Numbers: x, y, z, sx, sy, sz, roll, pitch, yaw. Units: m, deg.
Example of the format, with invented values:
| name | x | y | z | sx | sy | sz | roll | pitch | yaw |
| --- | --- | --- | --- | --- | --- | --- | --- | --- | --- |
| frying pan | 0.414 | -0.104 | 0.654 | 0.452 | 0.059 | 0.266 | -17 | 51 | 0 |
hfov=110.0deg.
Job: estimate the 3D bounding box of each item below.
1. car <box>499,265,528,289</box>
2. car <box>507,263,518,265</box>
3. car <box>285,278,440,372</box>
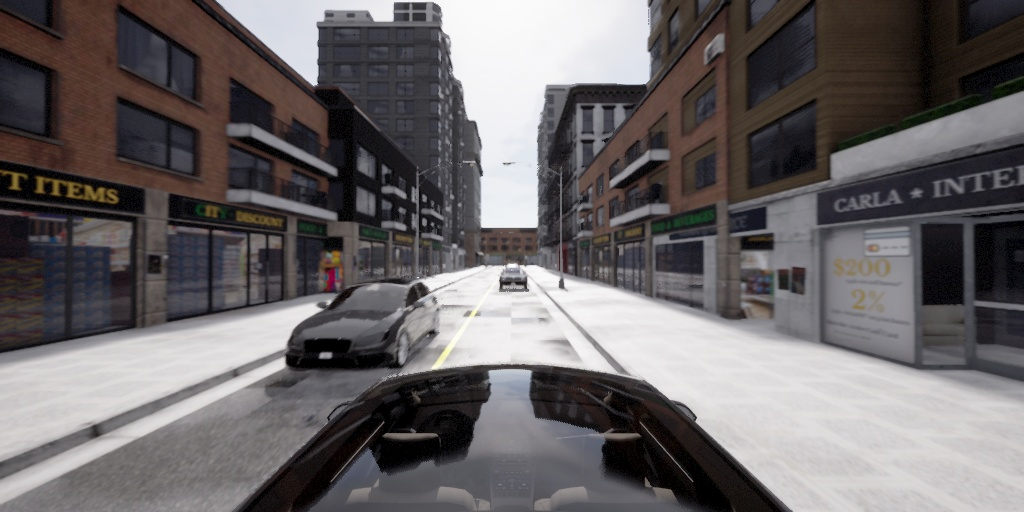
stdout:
| name | x | y | z | sx | sy | sz | roll | pitch | yaw |
| --- | --- | --- | --- | --- | --- | --- | --- | --- | --- |
| car | 0.091 | 1.497 | 24.788 | 1.895 | 1.301 | 4.718 | 0 | 0 | 0 |
| car | 0.086 | 1.579 | 43.267 | 2.033 | 1.411 | 5.357 | 0 | 0 | 0 |
| car | -2.848 | 1.291 | 7.919 | 1.837 | 1.490 | 4.892 | 0 | 0 | 0 |
